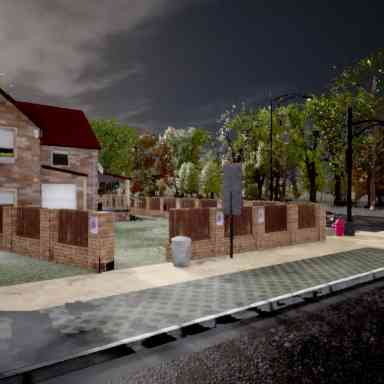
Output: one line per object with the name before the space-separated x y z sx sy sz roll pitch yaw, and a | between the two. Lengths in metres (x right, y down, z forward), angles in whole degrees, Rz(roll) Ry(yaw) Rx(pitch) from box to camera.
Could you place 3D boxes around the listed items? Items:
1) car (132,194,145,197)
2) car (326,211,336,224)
car | -9.822 1.140 59.154 2.097 1.767 4.553 0 0 -36
car | 7.663 1.469 23.334 1.812 1.442 4.674 0 0 -36
